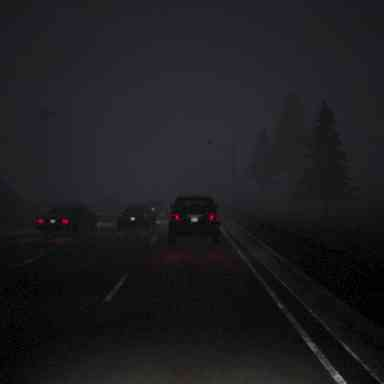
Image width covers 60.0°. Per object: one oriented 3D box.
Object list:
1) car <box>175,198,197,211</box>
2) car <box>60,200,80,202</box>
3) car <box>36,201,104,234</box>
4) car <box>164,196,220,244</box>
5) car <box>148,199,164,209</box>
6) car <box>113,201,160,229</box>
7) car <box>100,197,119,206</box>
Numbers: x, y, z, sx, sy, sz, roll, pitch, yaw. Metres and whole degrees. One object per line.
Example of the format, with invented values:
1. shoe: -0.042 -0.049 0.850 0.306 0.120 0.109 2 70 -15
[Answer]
1. car: -0.784 1.487 40.112 1.895 1.301 4.718 0 0 -11
2. car: -10.426 1.395 28.955 1.882 1.535 5.008 0 0 -1
3. car: -6.901 1.493 18.990 2.033 1.411 5.357 0 0 0
4. car: 0.098 1.176 15.738 2.150 2.045 5.566 0 0 0
5. car: -4.809 1.481 42.144 1.895 1.301 4.718 0 0 -16
6. car: -3.401 1.504 21.083 1.994 1.385 4.181 0 0 0
7. car: -12.723 1.418 51.117 1.994 1.385 4.181 0 0 -32
